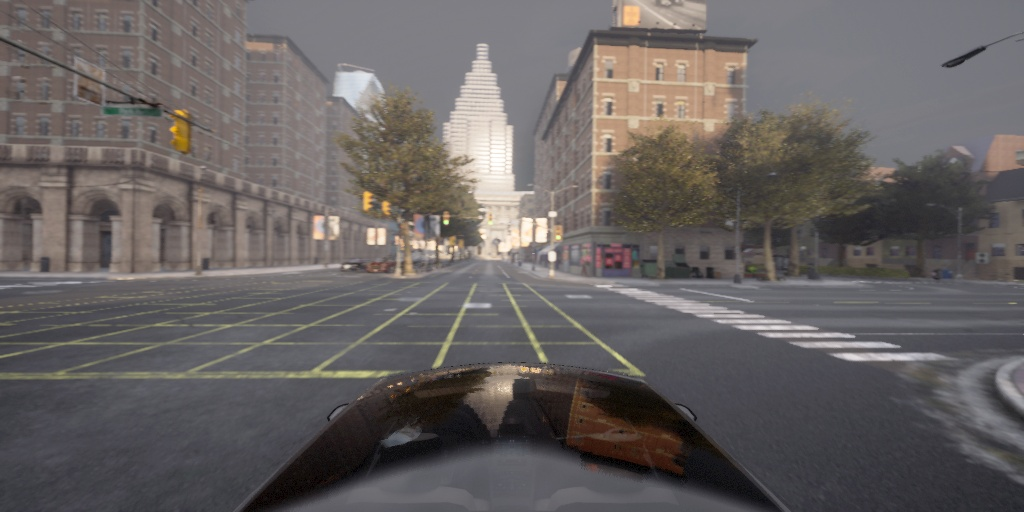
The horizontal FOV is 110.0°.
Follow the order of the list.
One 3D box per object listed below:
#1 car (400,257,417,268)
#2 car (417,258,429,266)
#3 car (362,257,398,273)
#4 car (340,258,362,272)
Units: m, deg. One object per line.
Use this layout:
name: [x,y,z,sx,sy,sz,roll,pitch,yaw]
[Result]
car: [-14.497,1.010,47.708,1.882,1.535,5.008,1,0,-3]
car: [-15.097,1.088,57.703,1.994,1.385,4.181,1,0,-4]
car: [-13.996,0.891,38.706,2.097,1.767,4.553,1,0,-3]
car: [-17.593,0.975,40.341,2.128,1.511,4.902,1,0,-3]
